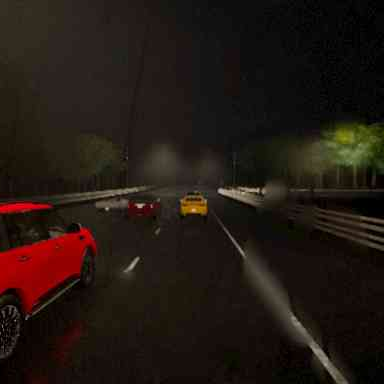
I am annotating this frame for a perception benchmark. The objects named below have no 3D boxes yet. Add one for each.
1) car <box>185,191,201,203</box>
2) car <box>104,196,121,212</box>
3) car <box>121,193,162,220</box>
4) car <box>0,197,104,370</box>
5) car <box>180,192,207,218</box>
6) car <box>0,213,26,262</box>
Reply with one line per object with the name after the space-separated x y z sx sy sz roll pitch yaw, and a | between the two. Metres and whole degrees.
0.129 0.621 42.216 1.994 1.385 4.181 0 2 0 | car
-6.880 1.021 29.194 1.895 1.301 4.718 0 2 0 | car
-3.387 0.923 23.787 2.097 1.767 4.553 0 2 0 | car
-3.395 1.177 5.740 2.150 2.045 5.566 0 1 0 | car
0.118 1.017 24.927 1.882 1.535 5.008 0 1 0 | car
-6.893 1.466 9.718 1.994 1.385 4.181 0 1 0 | car
